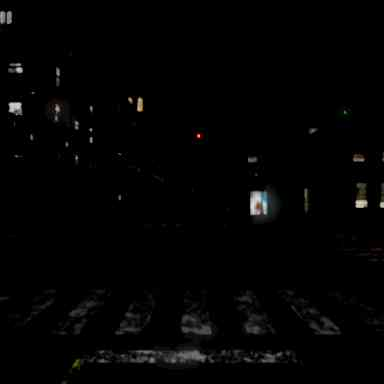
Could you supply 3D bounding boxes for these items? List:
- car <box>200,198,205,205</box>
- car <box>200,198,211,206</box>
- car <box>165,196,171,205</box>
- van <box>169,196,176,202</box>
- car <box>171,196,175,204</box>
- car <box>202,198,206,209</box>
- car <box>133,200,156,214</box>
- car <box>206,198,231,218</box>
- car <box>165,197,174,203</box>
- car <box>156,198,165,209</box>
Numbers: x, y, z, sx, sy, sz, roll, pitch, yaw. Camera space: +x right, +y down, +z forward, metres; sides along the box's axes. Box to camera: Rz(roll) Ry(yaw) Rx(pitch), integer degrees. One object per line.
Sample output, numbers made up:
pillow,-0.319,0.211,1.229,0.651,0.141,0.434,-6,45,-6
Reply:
car,2.700,1.855,49.901,2.008,1.369,4.403,0,0,0
car,2.706,1.971,66.990,2.008,1.369,4.403,-1,0,0
car,-5.675,1.945,66.811,1.752,1.417,4.829,0,0,0
van,-5.667,1.972,95.464,1.690,1.788,3.998,-1,0,0
car,-5.672,1.942,78.373,1.967,1.590,4.097,0,0,0
car,2.699,1.848,44.204,1.802,1.307,4.206,0,0,0
car,-5.684,1.780,38.498,2.008,1.369,4.403,0,0,0
car,2.694,1.632,32.811,1.967,1.590,4.097,0,0,0
car,-5.669,2.068,83.899,1.752,1.417,4.829,-1,0,0
car,-5.680,1.854,49.891,2.008,1.369,4.403,0,0,0
